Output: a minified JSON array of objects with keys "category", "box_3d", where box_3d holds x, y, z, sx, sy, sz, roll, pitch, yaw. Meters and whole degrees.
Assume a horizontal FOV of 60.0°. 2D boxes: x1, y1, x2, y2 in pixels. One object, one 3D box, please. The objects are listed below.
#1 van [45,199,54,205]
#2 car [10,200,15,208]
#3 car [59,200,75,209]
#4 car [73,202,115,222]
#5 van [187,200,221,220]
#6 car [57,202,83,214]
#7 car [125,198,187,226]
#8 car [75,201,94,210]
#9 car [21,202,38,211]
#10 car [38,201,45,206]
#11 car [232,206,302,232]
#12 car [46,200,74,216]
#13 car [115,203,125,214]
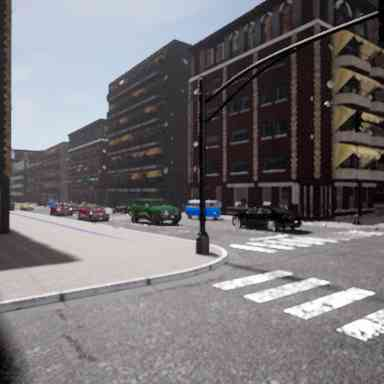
[{"category":"van","box_3d":[-32.211,2.620,77.097,1.690,1.788,3.998,-1,0,-36]},{"category":"car","box_3d":[-42.254,2.683,76.803,2.192,1.841,5.009,-1,0,-36]},{"category":"car","box_3d":[-25.601,2.531,67.947,1.967,1.590,4.097,-1,0,-36]},{"category":"car","box_3d":[-9.221,1.873,31.062,1.967,1.590,4.097,-1,0,-36]},{"category":"van","box_3d":[0.958,1.687,31.455,1.690,1.788,3.998,-1,0,-36]},{"category":"car","box_3d":[-17.051,2.207,46.402,2.128,1.511,4.902,0,-1,-35]},{"category":"car","box_3d":[-3.058,1.541,26.919,2.150,2.045,5.566,0,-1,-36]},{"category":"car","box_3d":[-19.093,2.432,58.937,1.752,1.417,4.829,-1,0,-36]},{"category":"car","box_3d":[-28.937,2.515,58.368,1.752,1.417,4.829,-1,0,-36]},{"category":"car","box_3d":[-38.811,3.033,86.243,1.947,1.339,4.313,-1,0,-36]},{"category":"car","box_3d":[4.717,1.656,21.626,1.882,1.535,5.008,0,-1,-35]},{"category":"car","box_3d":[-15.826,2.058,40.210,1.967,1.590,4.097,-1,0,-36]},{"category":"car","box_3d":[-9.083,2.190,45.077,1.947,1.339,4.313,-1,0,-36]}]
